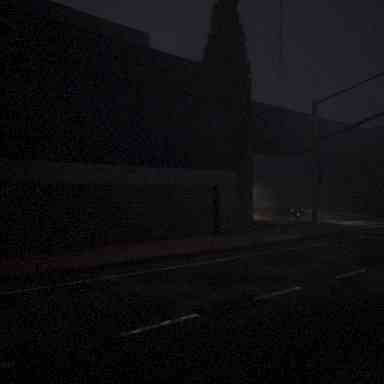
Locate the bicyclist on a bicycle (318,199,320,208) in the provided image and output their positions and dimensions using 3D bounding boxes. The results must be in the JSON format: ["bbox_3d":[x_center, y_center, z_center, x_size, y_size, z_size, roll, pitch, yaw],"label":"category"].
[{"bbox_3d":[16.217,1.303,43.256,1.656,1.620,0.582,0,0,-37],"label":"bicyclist on a bicycle"}]

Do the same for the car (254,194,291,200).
[{"bbox_3d":[8.689,1.221,34.151,2.150,2.045,5.566,0,0,-36],"label":"car"}]

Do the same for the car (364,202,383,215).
[{"bbox_3d":[19.198,1.478,31.726,1.882,1.535,5.008,-2,1,-44],"label":"car"}]

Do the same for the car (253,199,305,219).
[{"bbox_3d":[7.626,1.601,29.720,1.895,1.301,4.718,0,0,-37],"label":"car"}]
